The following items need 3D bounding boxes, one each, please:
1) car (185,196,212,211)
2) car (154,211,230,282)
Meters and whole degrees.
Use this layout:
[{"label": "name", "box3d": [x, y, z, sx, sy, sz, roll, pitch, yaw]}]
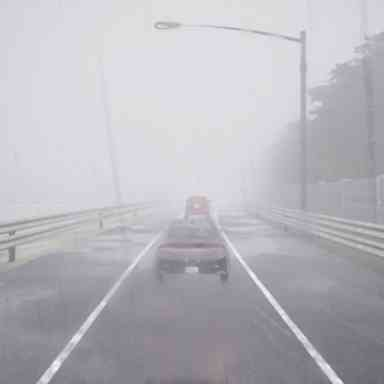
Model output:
[{"label": "car", "box3d": [0.573, 1.336, 30.433, 2.150, 2.045, 5.566, 0, 0, 3]}, {"label": "car", "box3d": [0.015, 1.532, 9.849, 2.128, 1.511, 4.902, 0, 0, 0]}]
